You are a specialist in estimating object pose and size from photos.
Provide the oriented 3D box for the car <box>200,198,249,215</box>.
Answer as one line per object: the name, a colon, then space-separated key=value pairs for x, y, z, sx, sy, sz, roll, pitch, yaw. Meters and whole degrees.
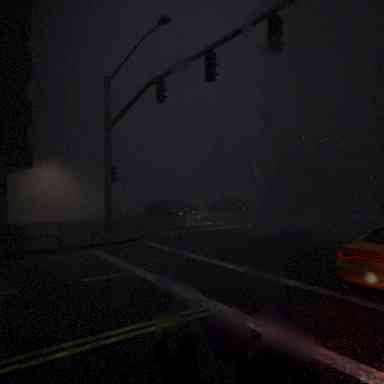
car: x=3.288 y=1.308 z=31.937 sx=2.128 sy=1.511 sz=4.902 roll=-1 pitch=0 yaw=-35

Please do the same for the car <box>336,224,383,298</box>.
car: x=5.309 y=1.403 z=7.545 sx=5.008 sy=1.535 sz=1.882 roll=-1 pitch=1 yaw=-35

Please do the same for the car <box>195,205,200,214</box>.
car: x=-1.384 y=1.396 z=32.184 sx=2.033 sy=1.411 sz=5.357 roll=-1 pitch=0 yaw=-35

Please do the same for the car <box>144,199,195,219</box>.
car: x=-2.254 y=1.371 z=27.338 sx=2.128 sy=1.511 sz=4.902 roll=-1 pitch=0 yaw=-35
